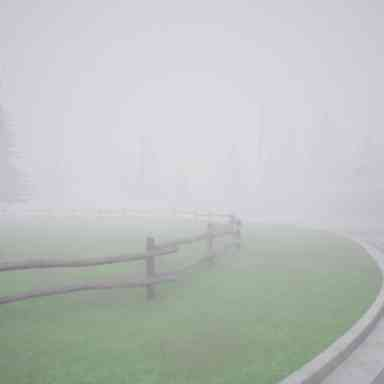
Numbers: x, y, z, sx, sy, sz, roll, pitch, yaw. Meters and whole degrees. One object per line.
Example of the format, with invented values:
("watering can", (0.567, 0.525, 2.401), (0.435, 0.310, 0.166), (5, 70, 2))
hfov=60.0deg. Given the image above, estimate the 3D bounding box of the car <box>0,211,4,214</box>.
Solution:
("car", (-38.046, 3.553, 63.244), (4.892, 1.490, 1.837), (-1, -2, 19))
